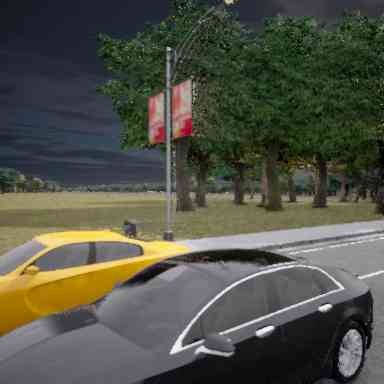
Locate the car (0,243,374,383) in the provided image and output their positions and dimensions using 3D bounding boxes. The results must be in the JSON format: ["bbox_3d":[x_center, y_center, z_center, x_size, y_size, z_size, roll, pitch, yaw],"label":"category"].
[{"bbox_3d":[0.223,1.505,3.846,4.892,1.490,1.837,0,0,-36],"label":"car"}]

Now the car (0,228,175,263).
[{"bbox_3d":[-2.325,1.478,6.020,5.008,1.535,1.882,0,0,-35],"label":"car"}]
